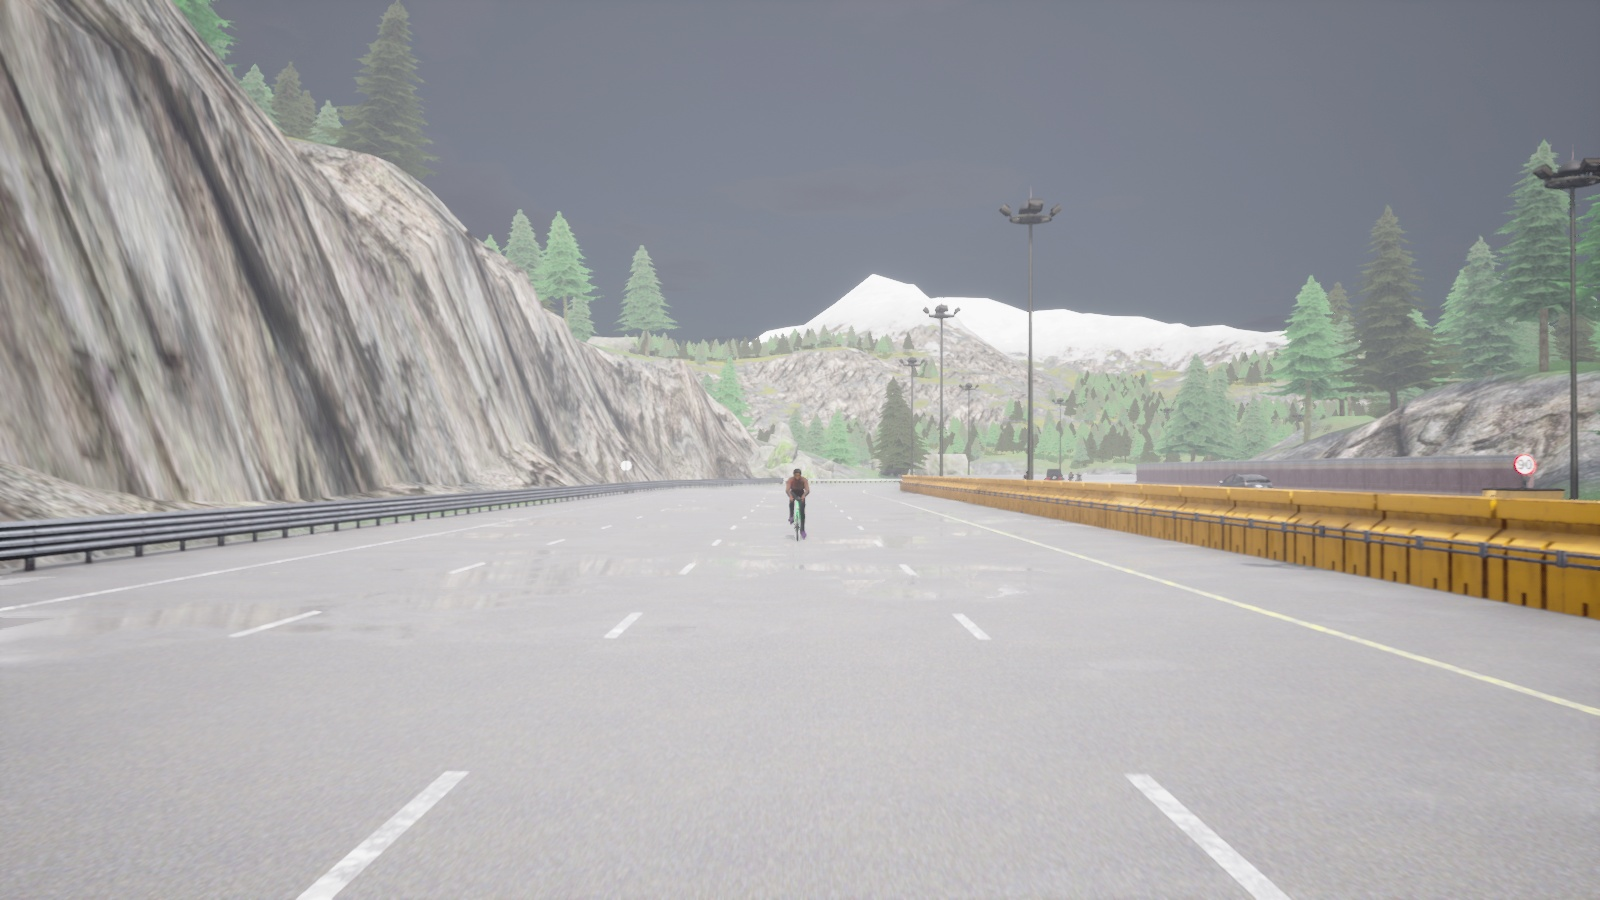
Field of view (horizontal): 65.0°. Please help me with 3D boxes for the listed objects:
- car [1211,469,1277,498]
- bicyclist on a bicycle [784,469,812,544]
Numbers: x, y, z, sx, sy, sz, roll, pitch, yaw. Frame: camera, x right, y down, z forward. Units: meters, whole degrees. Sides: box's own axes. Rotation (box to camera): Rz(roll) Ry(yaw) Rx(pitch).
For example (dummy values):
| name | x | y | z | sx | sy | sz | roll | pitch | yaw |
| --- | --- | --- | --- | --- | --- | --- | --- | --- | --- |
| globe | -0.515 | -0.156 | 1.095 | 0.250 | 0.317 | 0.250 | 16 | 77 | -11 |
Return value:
| name | x | y | z | sx | sy | sz | roll | pitch | yaw |
| --- | --- | --- | --- | --- | --- | --- | --- | --- | --- |
| car | 24.285 | 1.819 | 68.855 | 2.007 | 1.525 | 4.514 | 0 | -1 | -1 |
| bicyclist on a bicycle | -0.045 | 1.236 | 27.971 | 0.582 | 1.620 | 1.656 | 0 | -1 | 0 |
